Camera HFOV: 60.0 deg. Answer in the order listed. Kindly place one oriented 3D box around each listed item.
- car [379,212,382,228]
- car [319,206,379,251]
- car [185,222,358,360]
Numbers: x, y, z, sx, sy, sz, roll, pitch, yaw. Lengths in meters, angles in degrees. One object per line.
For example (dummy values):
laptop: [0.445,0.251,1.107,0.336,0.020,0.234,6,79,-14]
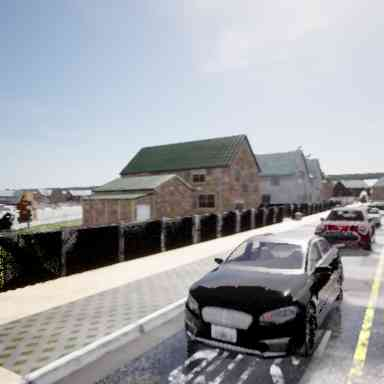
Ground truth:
car: [12.664,1.819,24.175,1.895,1.301,4.718,-2,-1,32]
car: [7.011,1.513,15.046,2.097,1.767,4.553,-2,-1,32]
car: [1.693,1.596,6.432,2.128,1.511,4.902,-2,-1,32]
